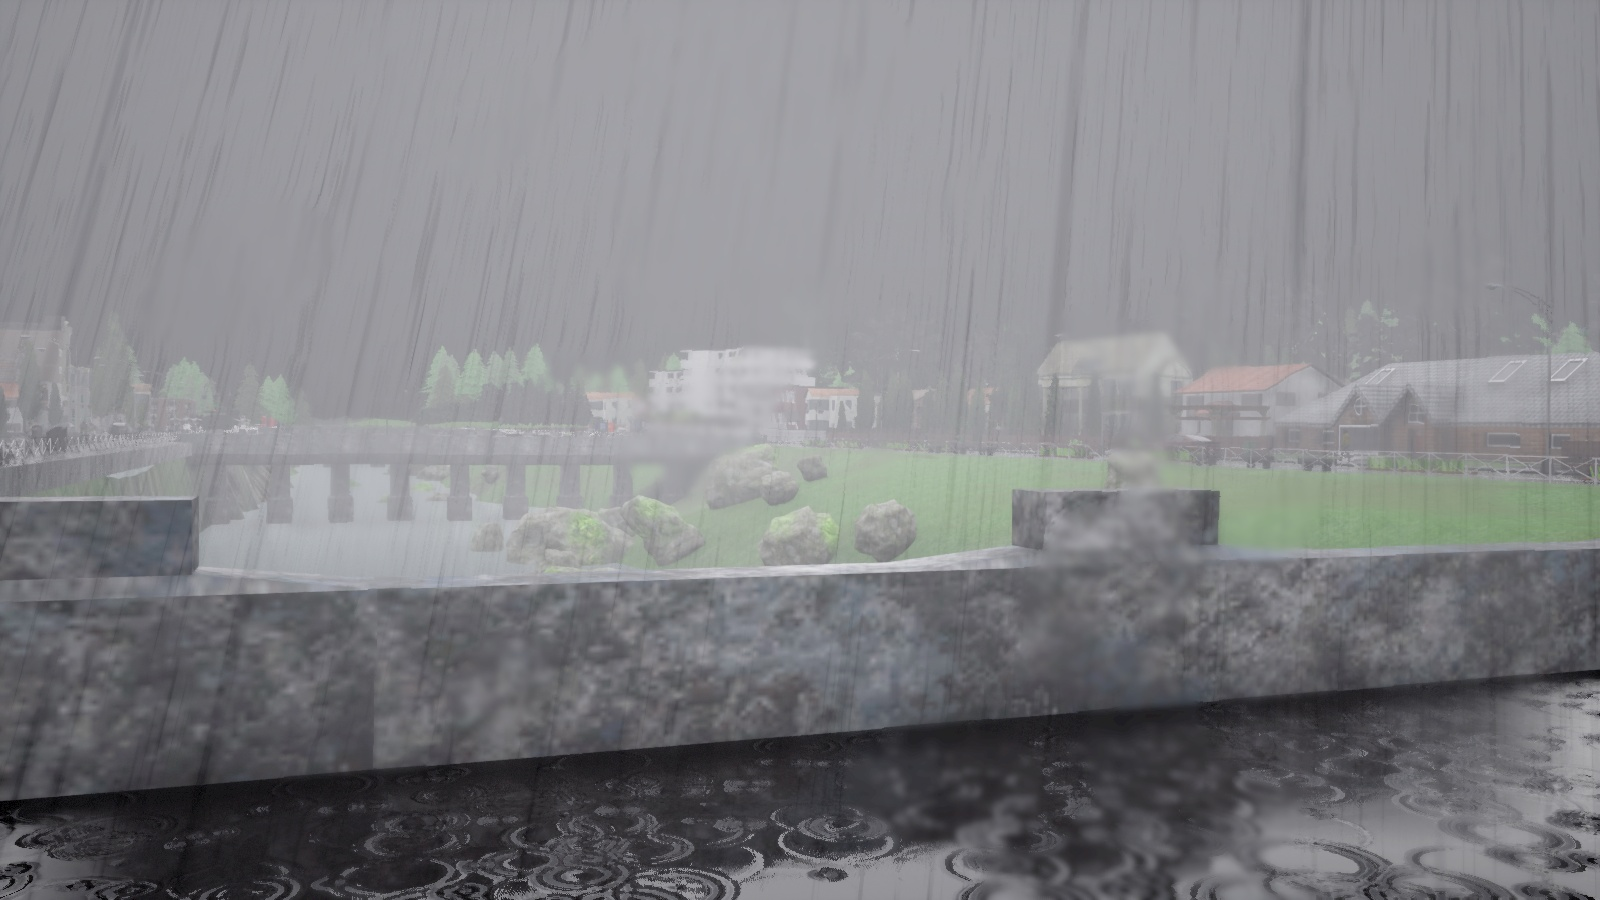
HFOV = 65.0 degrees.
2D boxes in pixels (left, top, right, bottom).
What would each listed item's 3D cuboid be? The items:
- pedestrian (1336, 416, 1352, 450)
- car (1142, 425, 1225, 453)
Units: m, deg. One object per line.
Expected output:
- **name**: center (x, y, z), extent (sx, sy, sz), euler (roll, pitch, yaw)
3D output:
- **pedestrian**: center (29.286, -0.908, 67.579), extent (0.370, 1.835, 0.726), euler (-1, 1, -21)
- **car**: center (21.998, -0.637, 72.229), extent (1.882, 1.535, 5.008), euler (-1, 1, -21)
